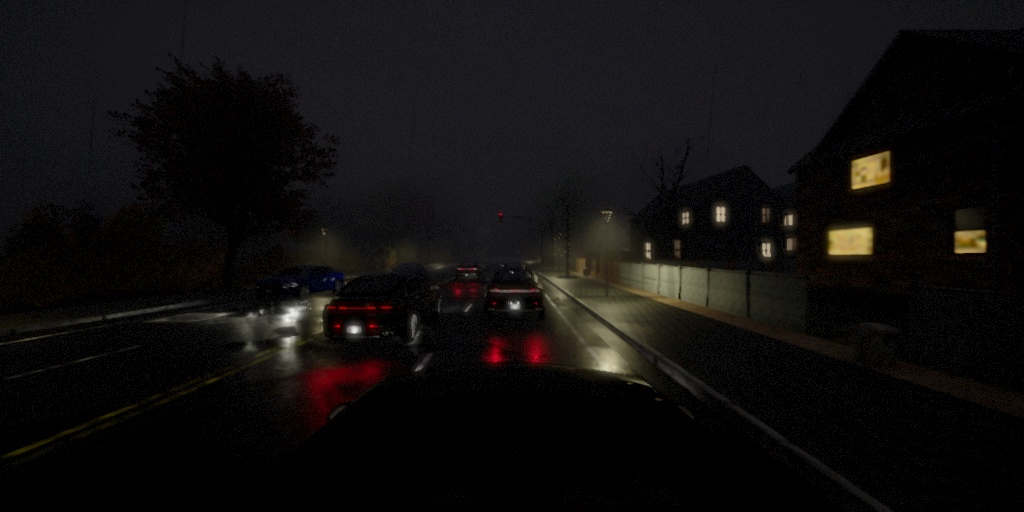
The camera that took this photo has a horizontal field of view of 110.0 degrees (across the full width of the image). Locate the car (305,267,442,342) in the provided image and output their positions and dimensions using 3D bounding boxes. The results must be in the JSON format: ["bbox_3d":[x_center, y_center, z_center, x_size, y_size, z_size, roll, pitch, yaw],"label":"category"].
[{"bbox_3d":[-3.163,1.211,9.646,1.837,1.490,4.892,0,1,0],"label":"car"}]

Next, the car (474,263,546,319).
[{"bbox_3d":[0.095,1.182,12.412,2.128,1.511,4.902,0,0,0],"label":"car"}]

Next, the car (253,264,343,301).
[{"bbox_3d":[-9.840,1.143,16.981,1.882,1.535,5.008,0,0,0],"label":"car"}]

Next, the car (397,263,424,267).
[{"bbox_3d":[-6.581,1.159,22.973,1.812,1.442,4.674,0,0,0],"label":"car"}]

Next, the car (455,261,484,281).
[{"bbox_3d":[-3.144,1.103,27.441,2.128,1.511,4.902,0,0,0],"label":"car"}]
